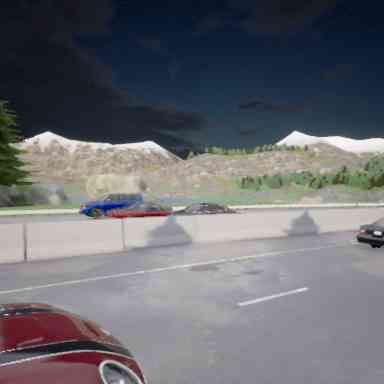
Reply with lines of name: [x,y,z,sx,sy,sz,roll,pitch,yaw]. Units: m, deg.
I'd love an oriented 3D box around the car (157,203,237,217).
car: [0.592,1.462,20.766,4.892,1.490,1.837,0,0,-30]

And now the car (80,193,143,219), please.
car: [-6.714,1.145,28.633,5.566,2.045,2.150,0,0,-31]

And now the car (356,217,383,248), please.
car: [8.927,1.540,13.266,5.357,1.411,2.033,0,0,-29]

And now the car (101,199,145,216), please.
car: [-3.988,1.483,26.220,5.357,1.411,2.033,0,0,-31]

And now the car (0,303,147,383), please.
car: [-2.459,1.340,1.883,4.553,1.767,2.097,0,0,-36]

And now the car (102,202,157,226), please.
car: [-3.301,1.546,22.540,4.718,1.301,1.895,0,0,-31]
